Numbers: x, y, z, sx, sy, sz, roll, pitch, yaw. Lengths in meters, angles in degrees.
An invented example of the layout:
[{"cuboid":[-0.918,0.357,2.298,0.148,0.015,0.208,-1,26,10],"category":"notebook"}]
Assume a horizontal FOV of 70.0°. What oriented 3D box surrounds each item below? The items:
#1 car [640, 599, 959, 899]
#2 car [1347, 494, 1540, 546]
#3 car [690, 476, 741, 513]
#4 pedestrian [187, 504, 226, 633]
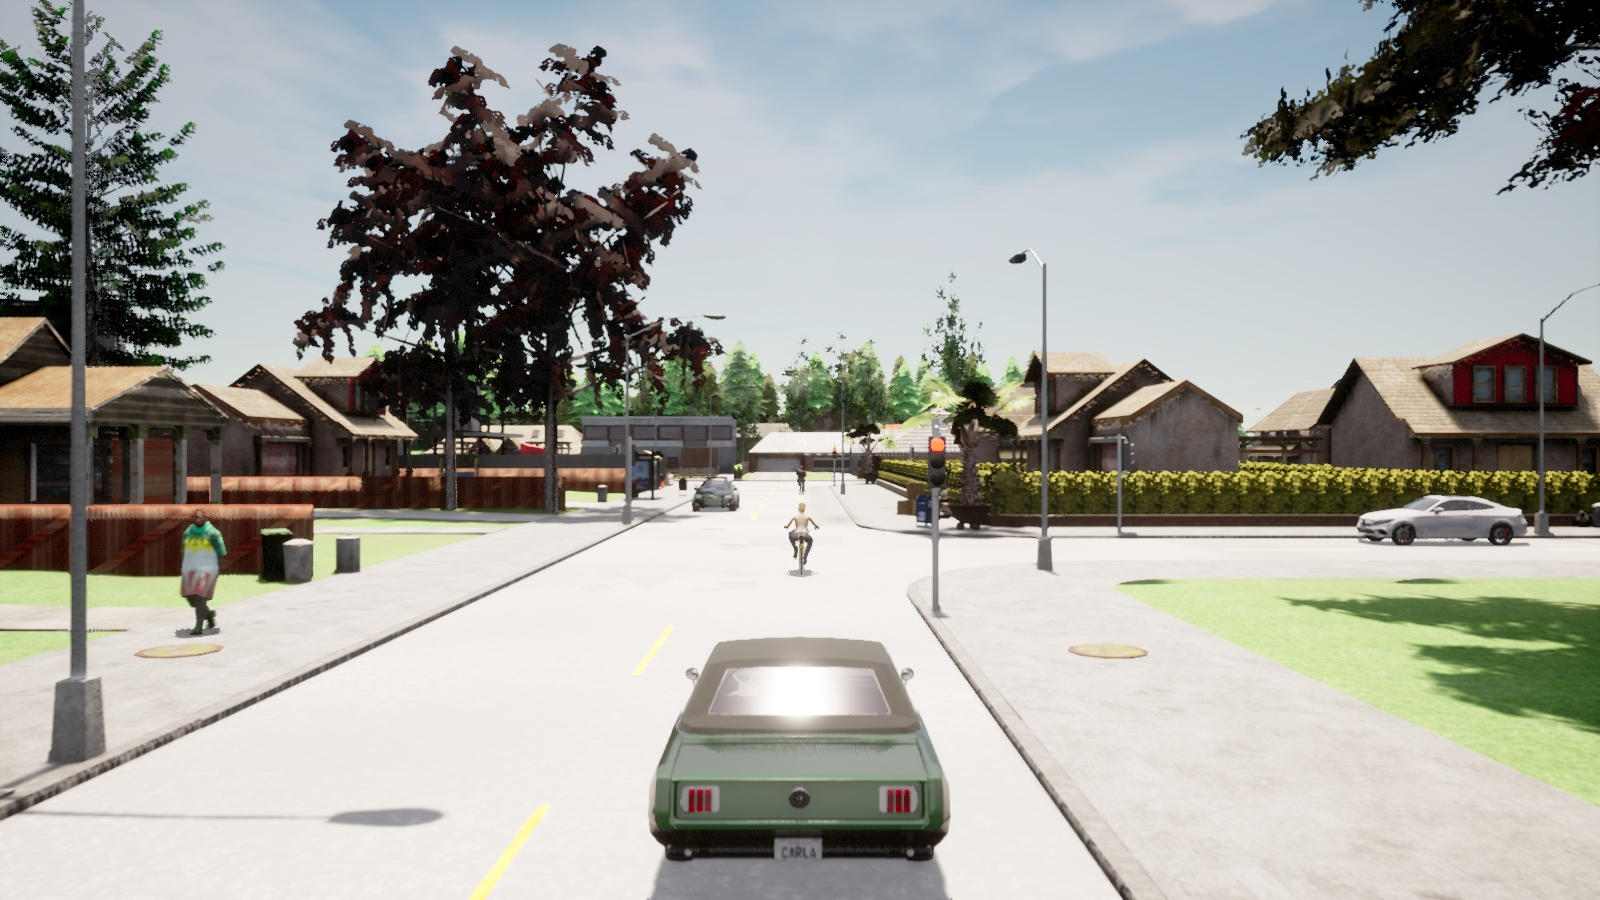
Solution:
[{"cuboid":[-0.001,2.155,9.144,1.895,1.301,4.718,0,0,0],"category":"car"},{"cuboid":[19.190,2.082,34.226,4.674,1.442,2.002,0,0,0],"category":"car"},{"cuboid":[-3.905,2.039,53.576,2.038,1.542,4.974,0,0,0],"category":"car"},{"cuboid":[-8.784,1.743,16.908,0.375,1.860,0.375,0,0,1],"category":"pedestrian"}]
